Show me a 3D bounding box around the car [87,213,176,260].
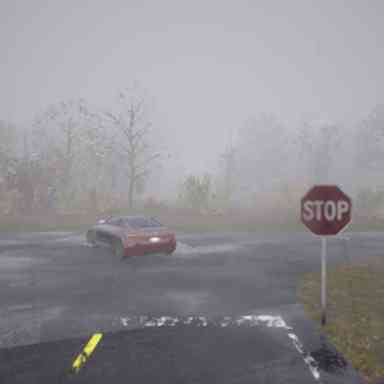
[{"bbox_3d":[-2.351,1.476,12.265,1.994,1.385,4.181,0,0,-35],"label":"car"}]
